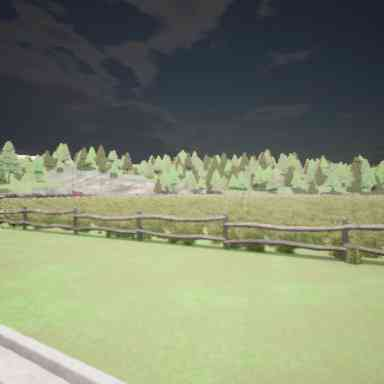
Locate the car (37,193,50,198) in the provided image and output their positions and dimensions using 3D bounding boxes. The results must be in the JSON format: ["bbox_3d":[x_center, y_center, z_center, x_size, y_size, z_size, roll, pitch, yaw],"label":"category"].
[{"bbox_3d":[-37.649,1.070,87.413,1.882,1.535,5.008,0,0,12],"label":"car"}]

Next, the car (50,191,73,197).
[{"bbox_3d":[-34.119,1.110,87.190,1.837,1.490,4.892,0,0,12],"label":"car"}]
